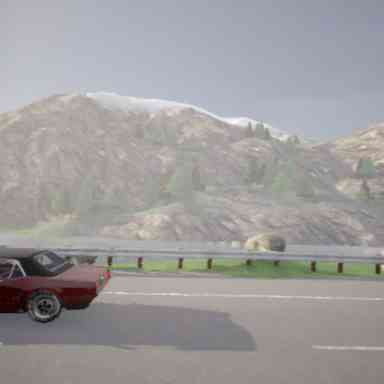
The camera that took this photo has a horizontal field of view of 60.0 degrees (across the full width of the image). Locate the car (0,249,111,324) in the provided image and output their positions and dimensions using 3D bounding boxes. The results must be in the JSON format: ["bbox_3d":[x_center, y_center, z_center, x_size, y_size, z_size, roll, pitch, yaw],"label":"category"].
[{"bbox_3d":[-4.284,1.919,7.241,4.718,1.301,1.895,2,-4,-5],"label":"car"}]
